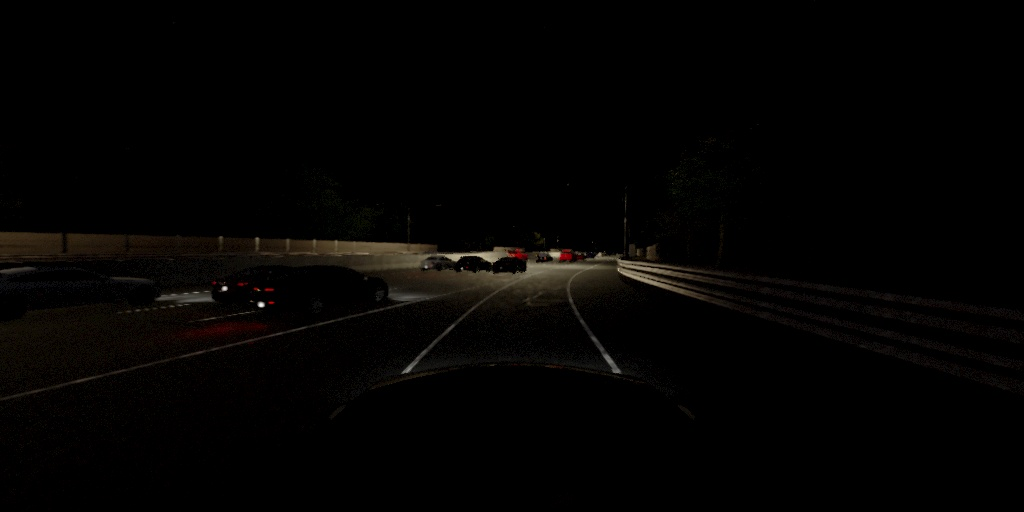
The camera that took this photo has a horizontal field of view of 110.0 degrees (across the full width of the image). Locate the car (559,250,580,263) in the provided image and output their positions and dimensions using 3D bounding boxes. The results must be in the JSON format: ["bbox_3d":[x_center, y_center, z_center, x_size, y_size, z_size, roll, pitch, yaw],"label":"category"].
[{"bbox_3d":[9.377,0.087,59.796,2.150,2.045,5.566,1,1,18],"label":"car"}]

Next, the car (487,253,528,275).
[{"bbox_3d":[-0.111,0.776,31.239,1.882,1.535,5.008,1,1,18],"label":"car"}]

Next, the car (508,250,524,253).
[{"bbox_3d":[0.845,0.048,56.305,2.150,2.045,5.566,1,1,18],"label":"car"}]

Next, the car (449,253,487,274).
[{"bbox_3d":[-3.435,0.742,32.334,1.837,1.490,4.892,1,1,18],"label":"car"}]

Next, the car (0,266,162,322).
[{"bbox_3d":[-14.130,1.037,11.240,1.812,1.442,4.674,1,1,18],"label":"car"}]

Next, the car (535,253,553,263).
[{"bbox_3d":[5.405,0.380,58.955,2.033,1.411,5.357,1,1,18],"label":"car"}]

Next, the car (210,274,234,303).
[{"bbox_3d":[-9.392,1.072,14.403,1.994,1.385,4.181,1,1,18],"label":"car"}]

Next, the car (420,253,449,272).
[{"bbox_3d":[-6.758,0.699,33.432,1.812,1.442,4.674,1,1,18],"label":"car"}]

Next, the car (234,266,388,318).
[{"bbox_3d":[-6.352,1.089,12.454,1.837,1.490,4.892,1,1,18],"label":"car"}]
